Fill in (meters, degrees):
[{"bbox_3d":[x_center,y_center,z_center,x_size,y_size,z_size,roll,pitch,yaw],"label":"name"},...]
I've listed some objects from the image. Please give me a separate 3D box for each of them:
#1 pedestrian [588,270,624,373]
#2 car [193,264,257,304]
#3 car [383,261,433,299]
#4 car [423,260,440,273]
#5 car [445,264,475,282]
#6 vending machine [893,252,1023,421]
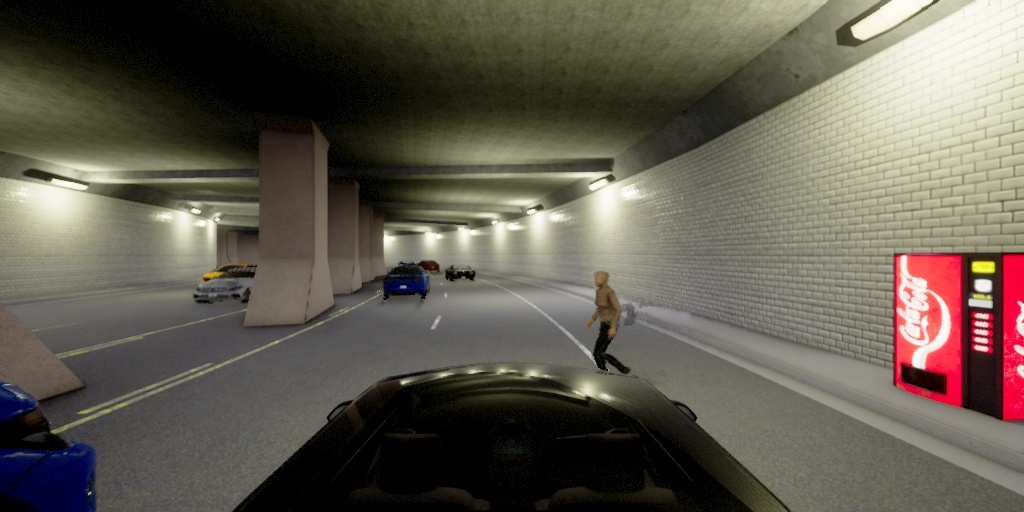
[{"bbox_3d":[1.428,1.040,5.476,0.375,1.860,0.375,0,0,-3],"label":"pedestrian"},{"bbox_3d":[-12.184,1.262,16.351,1.812,1.442,4.674,0,0,-11],"label":"car"},{"bbox_3d":[-5.198,1.212,18.072,1.882,1.535,5.008,0,0,-10],"label":"car"},{"bbox_3d":[-10.195,1.189,43.110,1.882,1.535,5.008,0,0,-28],"label":"car"},{"bbox_3d":[-4.335,1.324,29.144,1.895,1.301,4.718,0,0,-17],"label":"car"},{"bbox_3d":[5.843,0.942,4.575,1.100,2.100,0.880,0,0,-2],"label":"vending machine"}]
